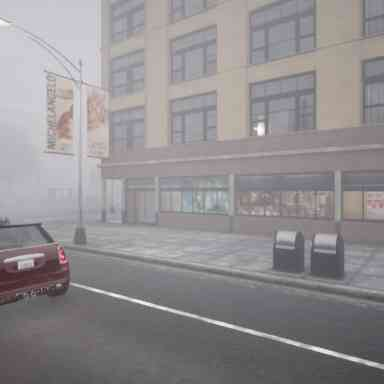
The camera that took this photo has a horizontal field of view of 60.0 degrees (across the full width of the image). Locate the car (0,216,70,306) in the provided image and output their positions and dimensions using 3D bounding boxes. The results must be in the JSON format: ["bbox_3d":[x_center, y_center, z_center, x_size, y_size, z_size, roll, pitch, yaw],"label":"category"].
[{"bbox_3d":[-4.784,1.351,7.386,4.553,1.767,2.097,0,0,36],"label":"car"}]
